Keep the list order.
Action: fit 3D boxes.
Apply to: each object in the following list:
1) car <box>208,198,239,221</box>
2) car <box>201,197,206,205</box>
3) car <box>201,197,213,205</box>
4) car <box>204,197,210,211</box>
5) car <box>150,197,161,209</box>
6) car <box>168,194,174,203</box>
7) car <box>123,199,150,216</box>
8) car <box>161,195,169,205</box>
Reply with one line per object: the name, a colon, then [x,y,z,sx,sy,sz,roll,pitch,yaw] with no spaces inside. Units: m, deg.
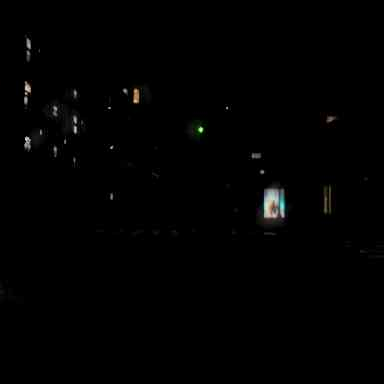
car: [2.676,1.464,27.475,1.967,1.590,4.097,0,0,0]
car: [2.672,1.600,44.566,2.008,1.369,4.403,0,0,0]
car: [2.667,1.630,61.655,2.008,1.369,4.403,-1,0,0]
car: [2.674,1.622,38.868,1.802,1.307,4.206,0,0,0]
car: [-5.708,1.600,44.551,2.008,1.369,4.403,0,0,0]
car: [-5.718,1.544,73.033,1.967,1.590,4.097,0,0,0]
car: [-5.705,1.582,33.157,2.008,1.369,4.403,0,0,0]
car: [-5.713,1.604,61.470,1.752,1.417,4.829,0,0,0]
